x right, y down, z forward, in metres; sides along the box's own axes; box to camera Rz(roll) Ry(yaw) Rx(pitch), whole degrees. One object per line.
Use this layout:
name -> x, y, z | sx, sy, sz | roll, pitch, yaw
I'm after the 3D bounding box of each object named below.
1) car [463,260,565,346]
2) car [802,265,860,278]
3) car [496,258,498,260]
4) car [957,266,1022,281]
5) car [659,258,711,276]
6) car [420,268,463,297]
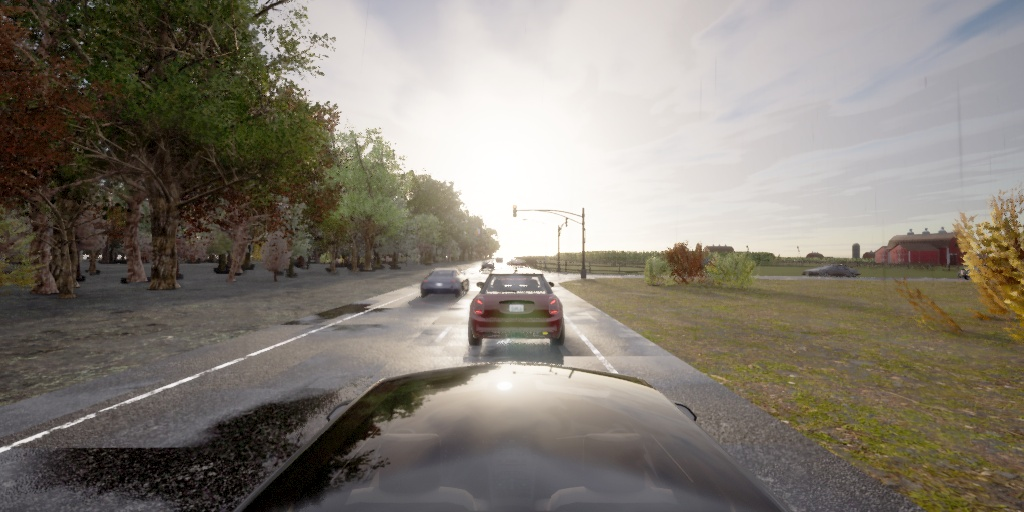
car -> 0.095, 1.104, 9.581 | 2.097, 1.767, 4.553 | 0, 0, 0
car -> 36.260, 1.750, 40.775 | 5.357, 1.411, 2.033 | 1, -1, 0
car -> -3.425, 1.356, 52.548 | 1.895, 1.301, 4.718 | 0, 0, 0
car -> 49.622, 1.781, 37.121 | 4.902, 1.511, 2.128 | 1, -1, 0
car -> 19.687, 1.243, 40.849 | 5.566, 2.045, 2.150 | 1, -1, 0
car -> -3.408, 1.318, 18.804 | 1.994, 1.385, 4.181 | 0, 0, 0
